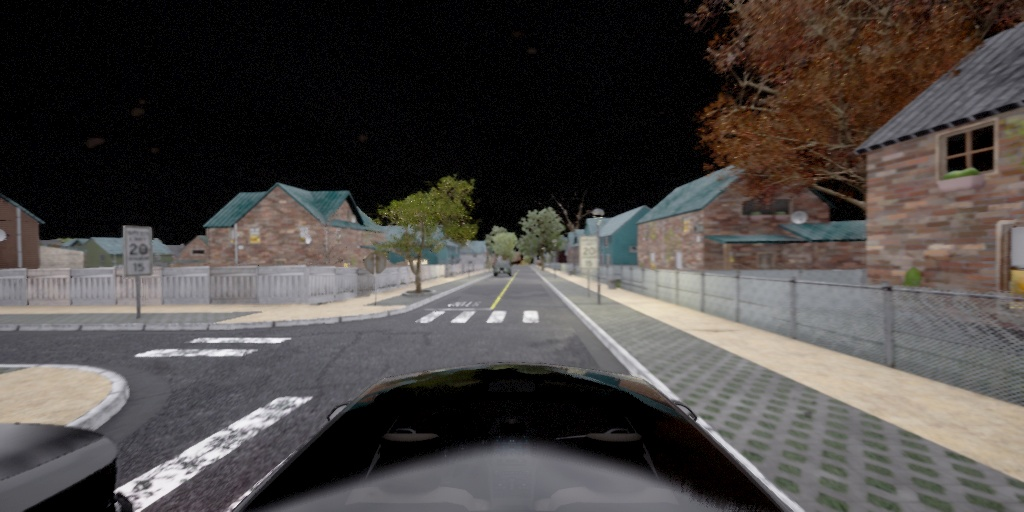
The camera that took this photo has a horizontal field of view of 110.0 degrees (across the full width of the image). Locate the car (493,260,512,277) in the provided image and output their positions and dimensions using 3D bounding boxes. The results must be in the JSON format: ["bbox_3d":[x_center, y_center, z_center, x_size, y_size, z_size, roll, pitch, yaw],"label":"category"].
[{"bbox_3d":[-1.136,1.556,45.188,2.150,2.045,5.566,-1,-1,2],"label":"car"}]
